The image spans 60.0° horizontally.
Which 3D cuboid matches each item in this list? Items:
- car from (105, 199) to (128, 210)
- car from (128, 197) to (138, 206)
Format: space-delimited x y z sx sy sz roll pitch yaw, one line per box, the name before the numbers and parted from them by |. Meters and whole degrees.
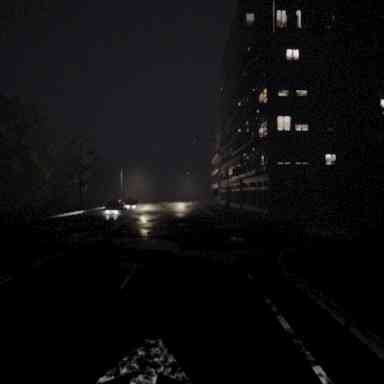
car | -10.970 1.721 47.180 2.128 1.511 4.902 0 0 -2
car | -11.460 1.807 63.948 2.128 1.511 4.902 0 0 -1
